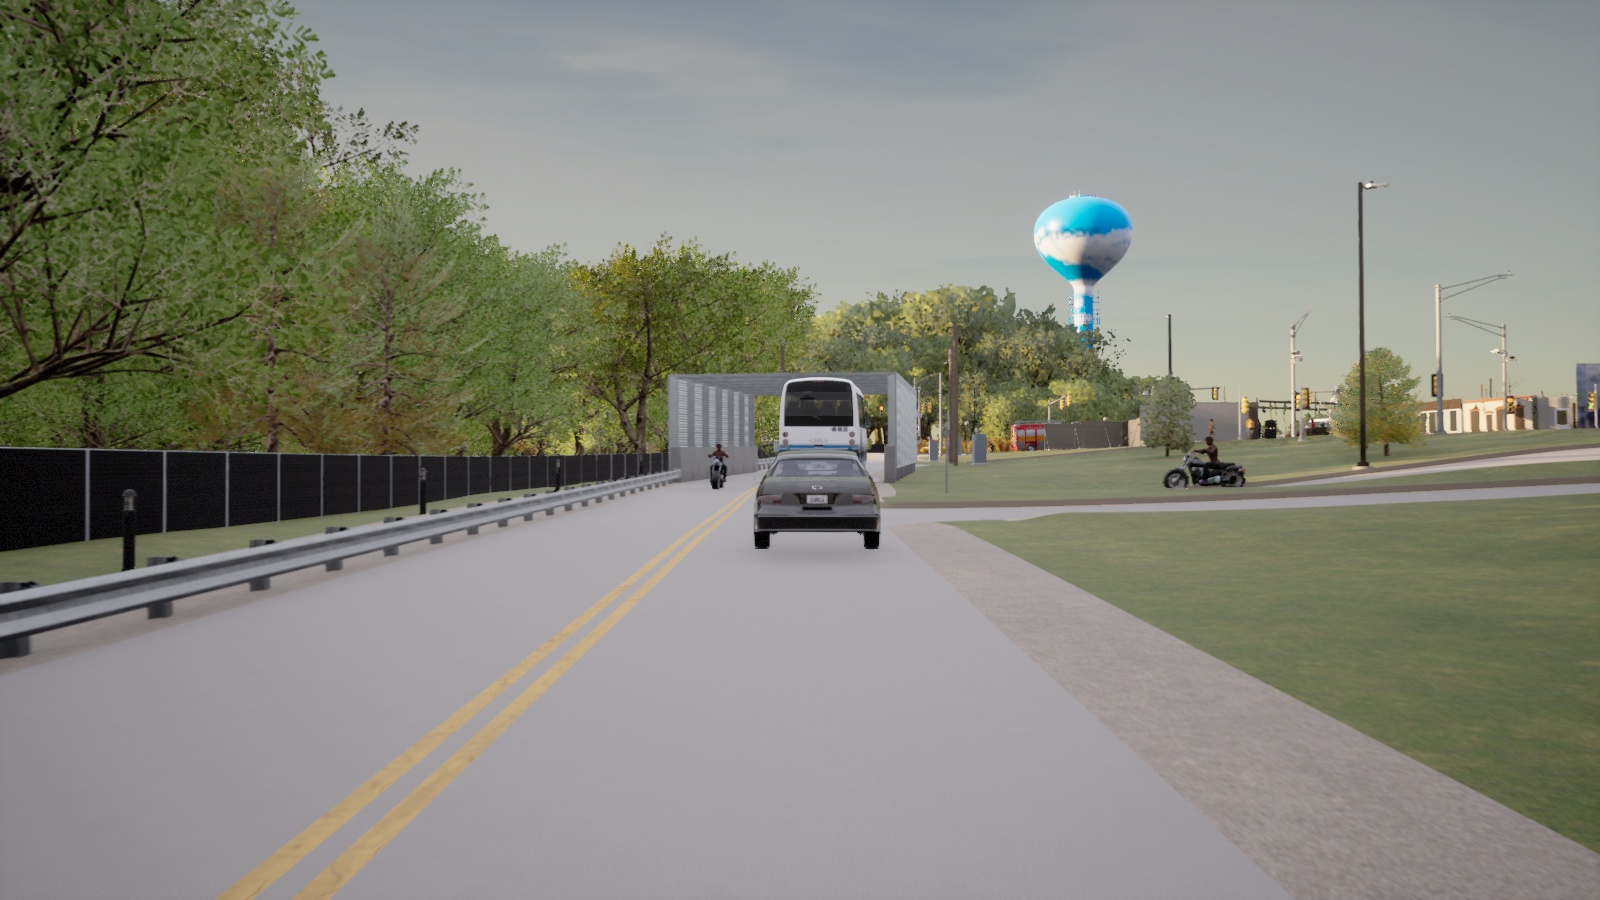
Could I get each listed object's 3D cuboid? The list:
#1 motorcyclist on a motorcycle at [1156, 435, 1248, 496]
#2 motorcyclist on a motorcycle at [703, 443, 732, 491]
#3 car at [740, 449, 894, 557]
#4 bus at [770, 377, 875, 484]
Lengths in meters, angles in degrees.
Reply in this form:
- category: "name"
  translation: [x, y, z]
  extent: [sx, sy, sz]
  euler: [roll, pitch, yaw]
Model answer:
- category: "motorcyclist on a motorcycle"
  translation: [11.446, 0.447, 35.787]
  extent: [2.350, 1.649, 0.766]
  euler: [-1, -1, -1]
- category: "motorcyclist on a motorcycle"
  translation: [-2.858, 0.570, 43.739]
  extent: [0.766, 1.649, 2.350]
  euler: [0, 0, 2]
- category: "car"
  translation: [0.260, 0.700, 19.247]
  extent: [2.033, 1.411, 5.357]
  euler: [0, 0, 1]
- category: "bus"
  translation: [1.219, -0.812, 55.502]
  extent: [3.944, 4.253, 10.273]
  euler: [0, 0, 5]
